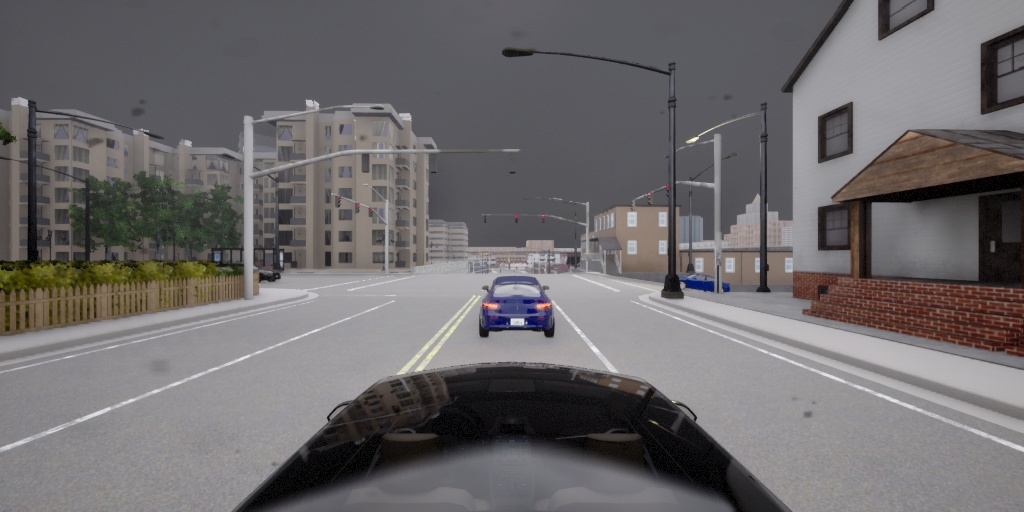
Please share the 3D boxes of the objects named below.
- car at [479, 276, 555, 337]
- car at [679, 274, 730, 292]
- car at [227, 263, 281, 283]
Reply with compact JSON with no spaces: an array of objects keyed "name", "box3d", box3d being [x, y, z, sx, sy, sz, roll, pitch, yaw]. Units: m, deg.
[{"name":"car","box3d":[0.112,1.276,10.145,1.812,1.442,4.674,0,0,0]},{"name":"car","box3d":[15.384,2.209,29.825,5.008,1.535,1.882,9,0,1]},{"name":"car","box3d":[-19.880,1.255,26.647,4.892,1.490,1.837,0,0,1]}]
